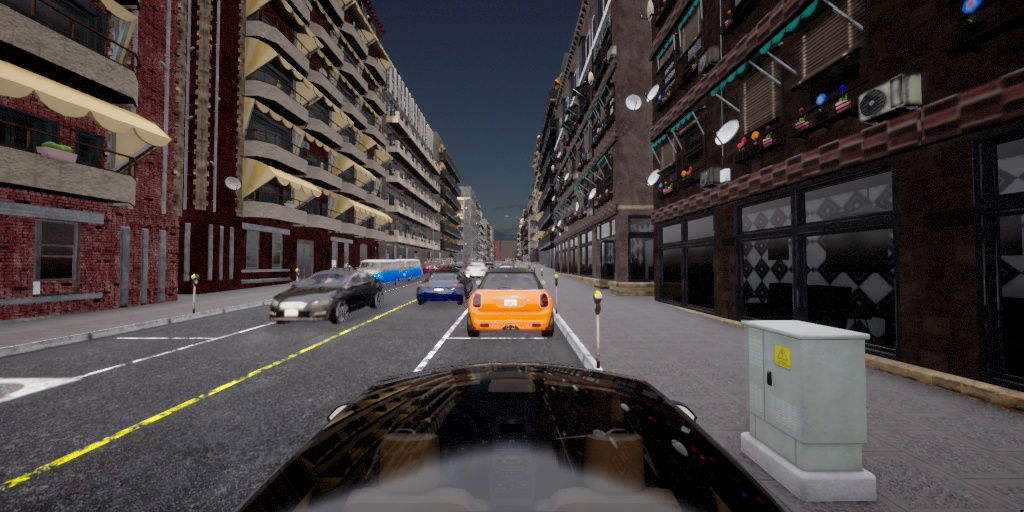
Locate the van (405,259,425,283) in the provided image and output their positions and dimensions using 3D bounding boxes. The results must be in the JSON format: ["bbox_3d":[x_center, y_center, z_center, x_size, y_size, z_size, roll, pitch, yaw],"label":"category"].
[{"bbox_3d":[-8.336,1.118,28.134,1.690,1.789,3.998,0,0,0],"label":"van"}]

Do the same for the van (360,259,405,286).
[{"bbox_3d":[-8.336,1.108,22.602,1.690,1.789,3.998,0,0,0],"label":"van"}]

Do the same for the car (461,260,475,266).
[{"bbox_3d":[-3.034,1.309,31.638,1.812,1.442,4.674,0,0,0],"label":"car"}]

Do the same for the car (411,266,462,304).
[{"bbox_3d":[-2.922,1.324,16.320,1.994,1.385,4.181,0,0,0],"label":"car"}]

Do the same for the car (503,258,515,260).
[{"bbox_3d":[-0.447,1.240,39.134,1.967,1.591,4.097,0,0,0],"label":"car"}]

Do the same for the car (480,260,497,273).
[{"bbox_3d":[-2.924,1.321,45.990,1.837,1.490,4.892,0,0,0],"label":"car"}]

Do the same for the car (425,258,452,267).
[{"bbox_3d":[-8.337,1.115,39.194,2.192,1.841,5.009,0,0,0],"label":"car"}]

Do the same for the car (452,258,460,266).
[{"bbox_3d":[-8.337,1.128,44.724,2.192,1.841,5.009,0,0,0],"label":"car"}]

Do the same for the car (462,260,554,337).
[{"bbox_3d":[-0.033,1.108,10.473,2.097,1.767,4.553,0,0,0],"label":"car"}]

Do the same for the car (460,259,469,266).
[{"bbox_3d":[-8.337,1.410,55.786,1.948,1.339,4.313,0,0,0],"label":"car"}]

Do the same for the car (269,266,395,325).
[{"bbox_3d":[-5.871,1.247,11.995,2.128,1.511,4.902,0,0,0],"label":"car"}]
